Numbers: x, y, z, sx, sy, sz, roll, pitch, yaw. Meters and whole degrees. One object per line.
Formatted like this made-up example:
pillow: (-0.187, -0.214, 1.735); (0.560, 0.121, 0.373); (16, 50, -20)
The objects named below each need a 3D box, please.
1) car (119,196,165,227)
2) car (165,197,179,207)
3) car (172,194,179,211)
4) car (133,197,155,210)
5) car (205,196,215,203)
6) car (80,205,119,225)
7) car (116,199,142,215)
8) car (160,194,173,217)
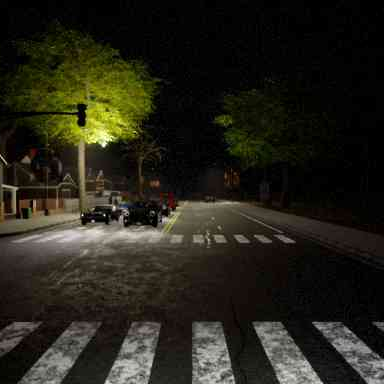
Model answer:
car: (-3.237, 1.350, 22.528); (2.097, 1.767, 4.553); (0, 0, 0)
car: (-3.054, 1.510, 51.659); (1.837, 1.490, 4.892); (0, 0, 1)
car: (-3.142, 1.223, 41.221); (2.150, 2.045, 5.566); (0, 0, 1)
car: (-6.367, 1.494, 44.638); (2.128, 1.511, 4.902); (0, 0, 1)
car: (3.679, 1.519, 67.640); (1.837, 1.490, 4.892); (0, 0, 1)
car: (-6.478, 1.598, 24.026); (1.895, 1.301, 4.718); (0, 0, 0)
car: (-6.417, 1.524, 34.198); (1.812, 1.442, 4.674); (0, 0, 0)
car: (-3.192, 1.350, 31.386); (2.097, 1.767, 4.553); (0, 0, 0)
